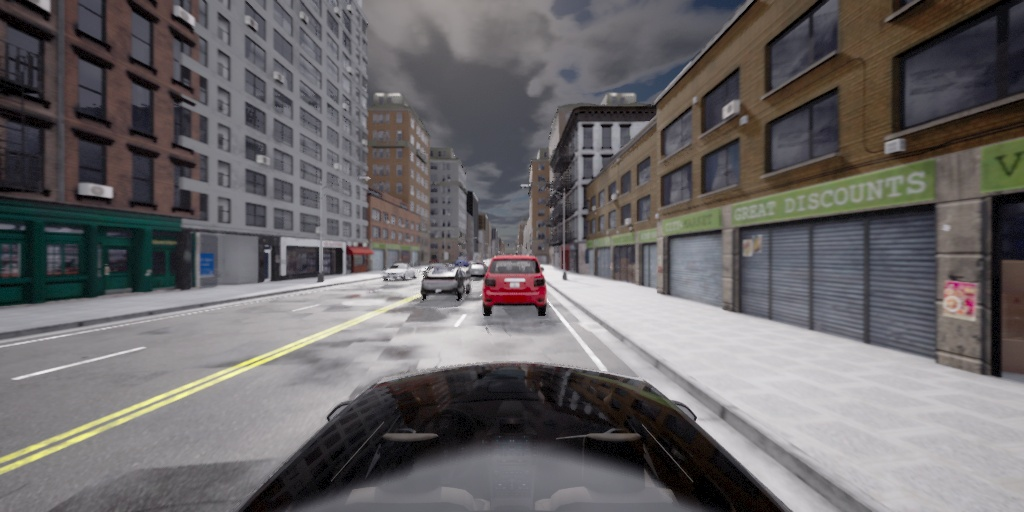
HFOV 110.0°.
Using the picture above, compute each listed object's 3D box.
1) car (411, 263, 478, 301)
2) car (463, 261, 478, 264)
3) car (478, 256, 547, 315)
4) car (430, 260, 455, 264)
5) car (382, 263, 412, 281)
[{"bbox_3d":[-3.152,1.302,17.791,2.128,1.511,4.902,0,0,0],"label":"car"},{"bbox_3d":[-3.151,1.439,33.804,1.994,1.385,4.181,0,0,0],"label":"car"},{"bbox_3d":[0.096,1.016,13.866,2.150,2.045,5.566,0,0,0],"label":"car"},{"bbox_3d":[-6.596,1.372,31.804,1.837,1.490,4.892,0,0,0],"label":"car"},{"bbox_3d":[-9.852,1.392,31.657,1.812,1.442,4.674,0,0,0],"label":"car"}]
